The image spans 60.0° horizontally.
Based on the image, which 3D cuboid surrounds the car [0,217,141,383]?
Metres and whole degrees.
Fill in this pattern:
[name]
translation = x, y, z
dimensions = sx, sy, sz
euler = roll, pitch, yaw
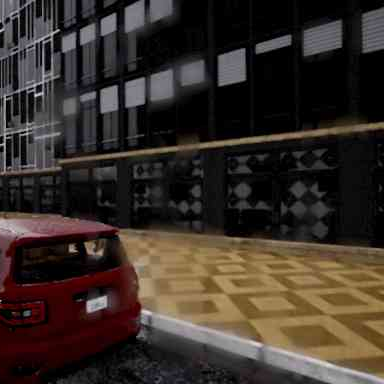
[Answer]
[car]
translation = -2.981, 1.299, 5.020
dimensions = 5.009, 1.841, 2.192
euler = 0, -1, 36
